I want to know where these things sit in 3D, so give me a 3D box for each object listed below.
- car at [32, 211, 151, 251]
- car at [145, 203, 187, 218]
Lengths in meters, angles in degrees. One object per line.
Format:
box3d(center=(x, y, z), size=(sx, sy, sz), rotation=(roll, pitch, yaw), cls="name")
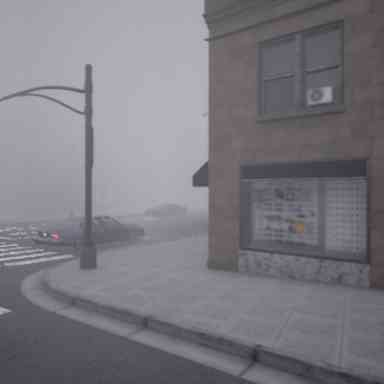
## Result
box3d(center=(-4.660, 1.828, 15.858), size=(2.033, 1.411, 5.357), rotation=(0, 0, 36), cls="car")
box3d(center=(-2.663, 1.908, 35.643), size=(2.033, 1.411, 5.357), rotation=(0, 0, 35), cls="car")
